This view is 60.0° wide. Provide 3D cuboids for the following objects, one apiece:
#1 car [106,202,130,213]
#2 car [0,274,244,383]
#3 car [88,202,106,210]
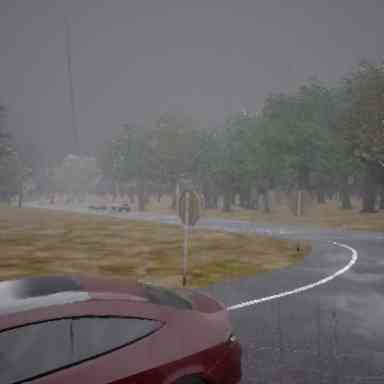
[{"bbox_3d":[-11.034,2.347,50.890,1.837,1.490,4.892,3,-2,-34],"label":"car"},{"bbox_3d":[-1.618,1.530,2.713,4.674,1.442,1.812,1,0,-36],"label":"car"},{"bbox_3d":[-16.928,2.560,59.401,2.033,1.411,5.357,3,-3,-34],"label":"car"}]
